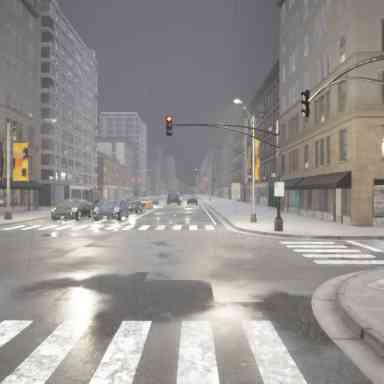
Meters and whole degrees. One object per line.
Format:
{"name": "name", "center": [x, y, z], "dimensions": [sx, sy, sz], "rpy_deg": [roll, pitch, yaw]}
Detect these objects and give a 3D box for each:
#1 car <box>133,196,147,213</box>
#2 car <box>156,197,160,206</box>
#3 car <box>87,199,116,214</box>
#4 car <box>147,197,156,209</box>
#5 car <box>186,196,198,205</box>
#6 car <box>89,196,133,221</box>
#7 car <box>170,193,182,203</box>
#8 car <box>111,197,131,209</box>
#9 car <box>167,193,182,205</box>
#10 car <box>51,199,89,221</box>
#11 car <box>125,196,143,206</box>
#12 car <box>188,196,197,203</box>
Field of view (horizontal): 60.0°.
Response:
{"name": "car", "center": [-6.551, 1.494, 36.282], "dimensions": [2.128, 1.511, 4.902], "rpy_deg": [0, 0, 0]}
{"name": "car", "center": [-6.517, 1.524, 55.638], "dimensions": [1.812, 1.442, 4.674], "rpy_deg": [0, 0, 1]}
{"name": "car", "center": [-9.805, 1.508, 36.419], "dimensions": [1.837, 1.490, 4.892], "rpy_deg": [0, 0, 0]}
{"name": "car", "center": [-6.540, 1.479, 45.786], "dimensions": [1.882, 1.535, 5.008], "rpy_deg": [0, 0, 0]}
{"name": "car", "center": [0.051, 1.502, 57.920], "dimensions": [1.837, 1.490, 4.892], "rpy_deg": [0, 0, 0]}
{"name": "car", "center": [-6.565, 1.355, 27.443], "dimensions": [2.097, 1.767, 4.553], "rpy_deg": [0, 0, 0]}
{"name": "car", "center": [-3.190, 1.216, 68.372], "dimensions": [2.150, 2.045, 5.566], "rpy_deg": [0, 0, 0]}
{"name": "car", "center": [-9.792, 1.527, 46.365], "dimensions": [1.812, 1.442, 4.674], "rpy_deg": [0, 0, 0]}
{"name": "car", "center": [-3.199, 1.219, 57.953], "dimensions": [2.150, 2.045, 5.566], "rpy_deg": [0, 0, 0]}
{"name": "car", "center": [-9.815, 1.355, 27.447], "dimensions": [2.097, 1.767, 4.553], "rpy_deg": [0, 0, 0]}
{"name": "car", "center": [-9.760, 1.489, 56.663], "dimensions": [2.128, 1.511, 4.902], "rpy_deg": [0, 0, 1]}
{"name": "car", "center": [0.060, 1.520, 68.339], "dimensions": [1.812, 1.442, 4.674], "rpy_deg": [0, 0, 0]}
